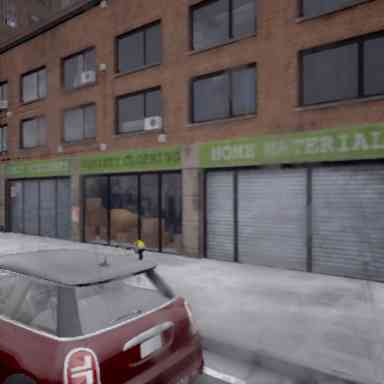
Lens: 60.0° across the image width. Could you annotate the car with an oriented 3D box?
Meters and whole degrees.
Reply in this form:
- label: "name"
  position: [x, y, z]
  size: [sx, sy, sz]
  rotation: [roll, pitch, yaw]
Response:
- label: "car"
  position: [-1.959, 1.454, 4.208]
  size: [4.097, 1.590, 1.967]
  rotation: [0, 0, 36]
